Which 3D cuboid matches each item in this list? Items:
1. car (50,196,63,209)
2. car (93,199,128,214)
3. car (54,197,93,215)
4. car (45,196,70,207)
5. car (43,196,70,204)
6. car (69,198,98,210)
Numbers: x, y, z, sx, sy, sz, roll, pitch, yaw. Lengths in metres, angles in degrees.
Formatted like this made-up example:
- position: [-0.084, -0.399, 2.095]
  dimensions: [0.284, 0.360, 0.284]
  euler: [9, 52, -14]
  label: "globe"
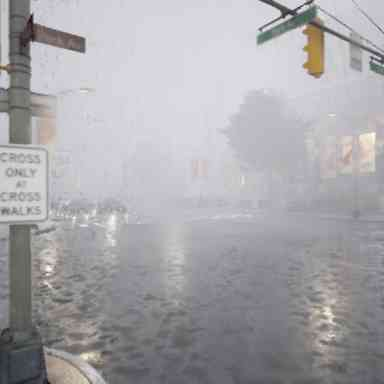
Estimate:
- position: [-17.891, 1.467, 42.188]
  dimensions: [1.882, 1.535, 5.008]
  euler: [0, 0, -37]
  label: "car"
- position: [-8.440, 1.484, 35.035]
  dimensions: [1.837, 1.490, 4.892]
  euler: [0, 0, -36]
  label: "car"
- position: [-12.285, 1.535, 34.432]
  dimensions: [2.033, 1.411, 5.357]
  euler: [0, 0, -35]
  label: "car"
- position: [-20.690, 1.463, 51.090]
  dimensions: [1.882, 1.535, 5.008]
  euler: [0, 0, -44]
  label: "car"
- position: [-26.220, 1.493, 64.281]
  dimensions: [4.902, 1.511, 2.128]
  euler: [0, 0, 26]
  label: "car"
- position: [-14.094, 1.529, 42.974]
  dimensions: [2.033, 1.411, 5.357]
  euler: [0, 0, -36]
  label: "car"
